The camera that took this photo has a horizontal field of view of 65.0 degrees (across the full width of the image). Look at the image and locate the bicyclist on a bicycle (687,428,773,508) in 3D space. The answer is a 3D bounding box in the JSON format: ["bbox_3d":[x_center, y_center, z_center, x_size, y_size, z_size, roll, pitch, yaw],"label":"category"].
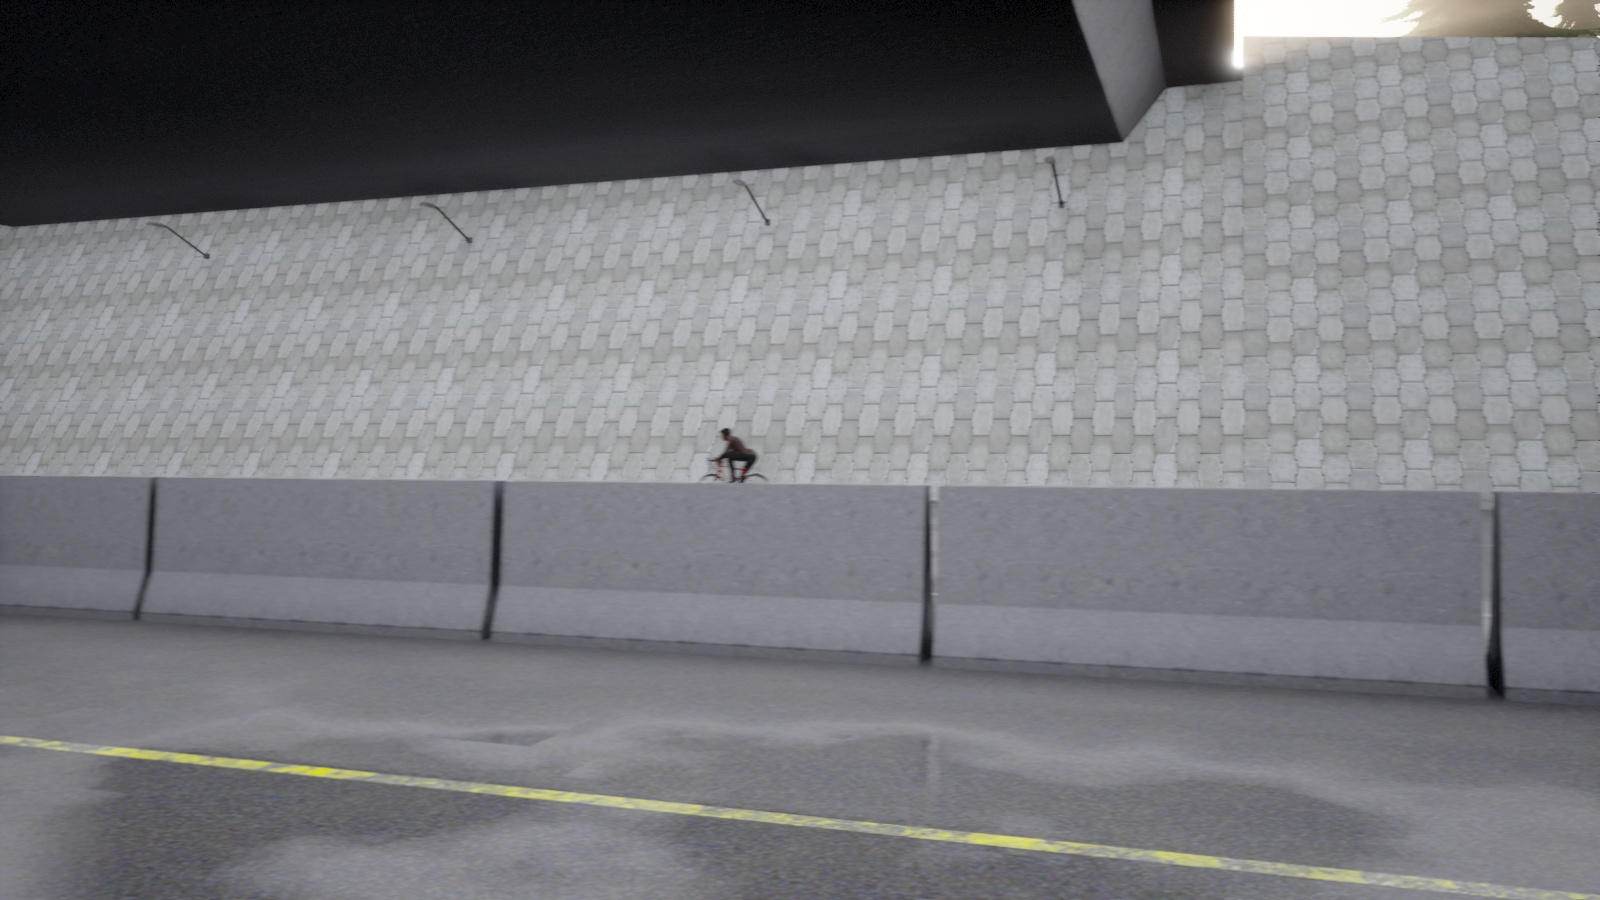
[{"bbox_3d":[-1.443,0.360,25.832,1.656,1.620,0.582,0,1,19],"label":"bicyclist on a bicycle"}]
